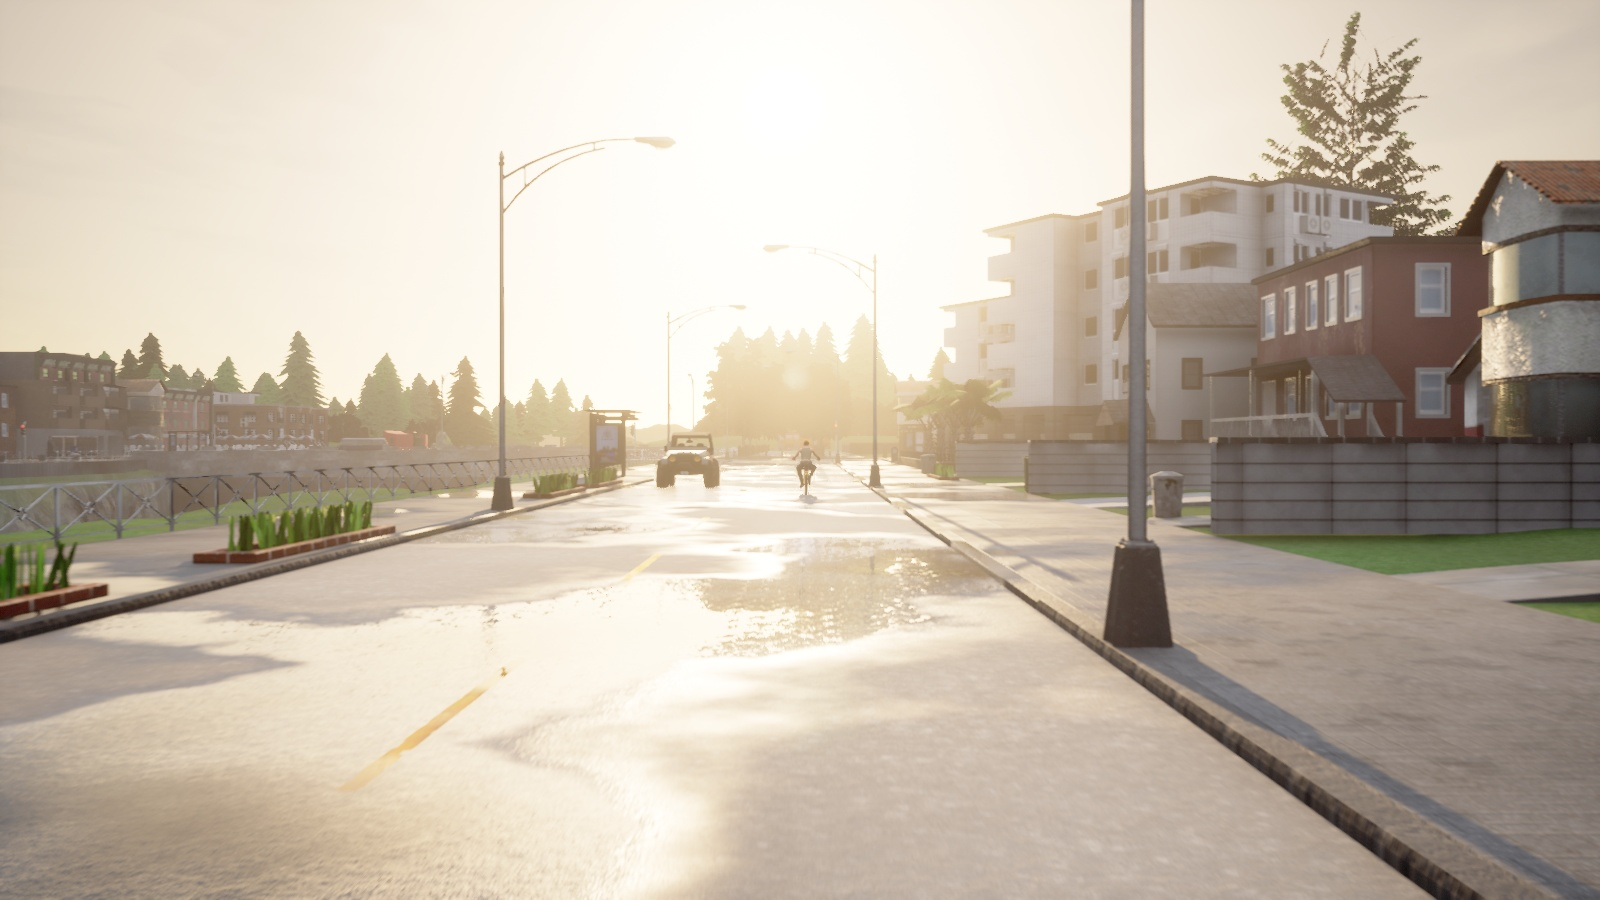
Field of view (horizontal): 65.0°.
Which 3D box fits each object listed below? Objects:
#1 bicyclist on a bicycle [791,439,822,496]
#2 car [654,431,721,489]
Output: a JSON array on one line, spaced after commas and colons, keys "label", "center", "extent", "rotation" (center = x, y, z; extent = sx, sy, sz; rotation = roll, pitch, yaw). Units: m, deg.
[{"label": "bicyclist on a bicycle", "center": [0.185, 0.479, 36.271], "extent": [0.866, 1.612, 1.509], "rotation": [0, 0, 1]}, {"label": "car", "center": [-3.767, 0.300, 42.592], "extent": [1.905, 1.878, 3.866], "rotation": [0, 0, 0]}]
